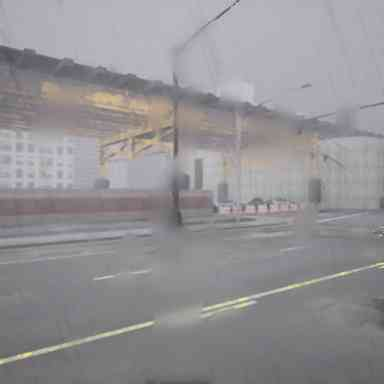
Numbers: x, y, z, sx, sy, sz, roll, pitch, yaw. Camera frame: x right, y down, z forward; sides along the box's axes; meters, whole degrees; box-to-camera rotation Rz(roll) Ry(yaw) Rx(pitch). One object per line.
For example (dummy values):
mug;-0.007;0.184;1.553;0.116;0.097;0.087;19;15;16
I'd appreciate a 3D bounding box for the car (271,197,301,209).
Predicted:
car;11.712;1.318;43.523;4.536;1.218;1.853;0;0;-7

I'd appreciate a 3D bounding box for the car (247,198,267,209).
car;7.867;1.315;39.821;1.853;1.218;4.536;0;0;18

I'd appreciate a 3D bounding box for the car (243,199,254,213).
car;4.105;1.469;37.088;4.974;1.542;2.038;0;0;8

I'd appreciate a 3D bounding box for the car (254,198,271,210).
car;7.851;1.472;39.772;2.038;1.542;4.974;0;0;18

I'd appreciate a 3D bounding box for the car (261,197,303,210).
car;11.763;1.476;43.530;4.974;1.542;2.038;0;0;-7

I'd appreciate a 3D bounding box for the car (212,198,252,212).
car;4.054;1.312;37.095;4.536;1.218;1.853;0;0;8
